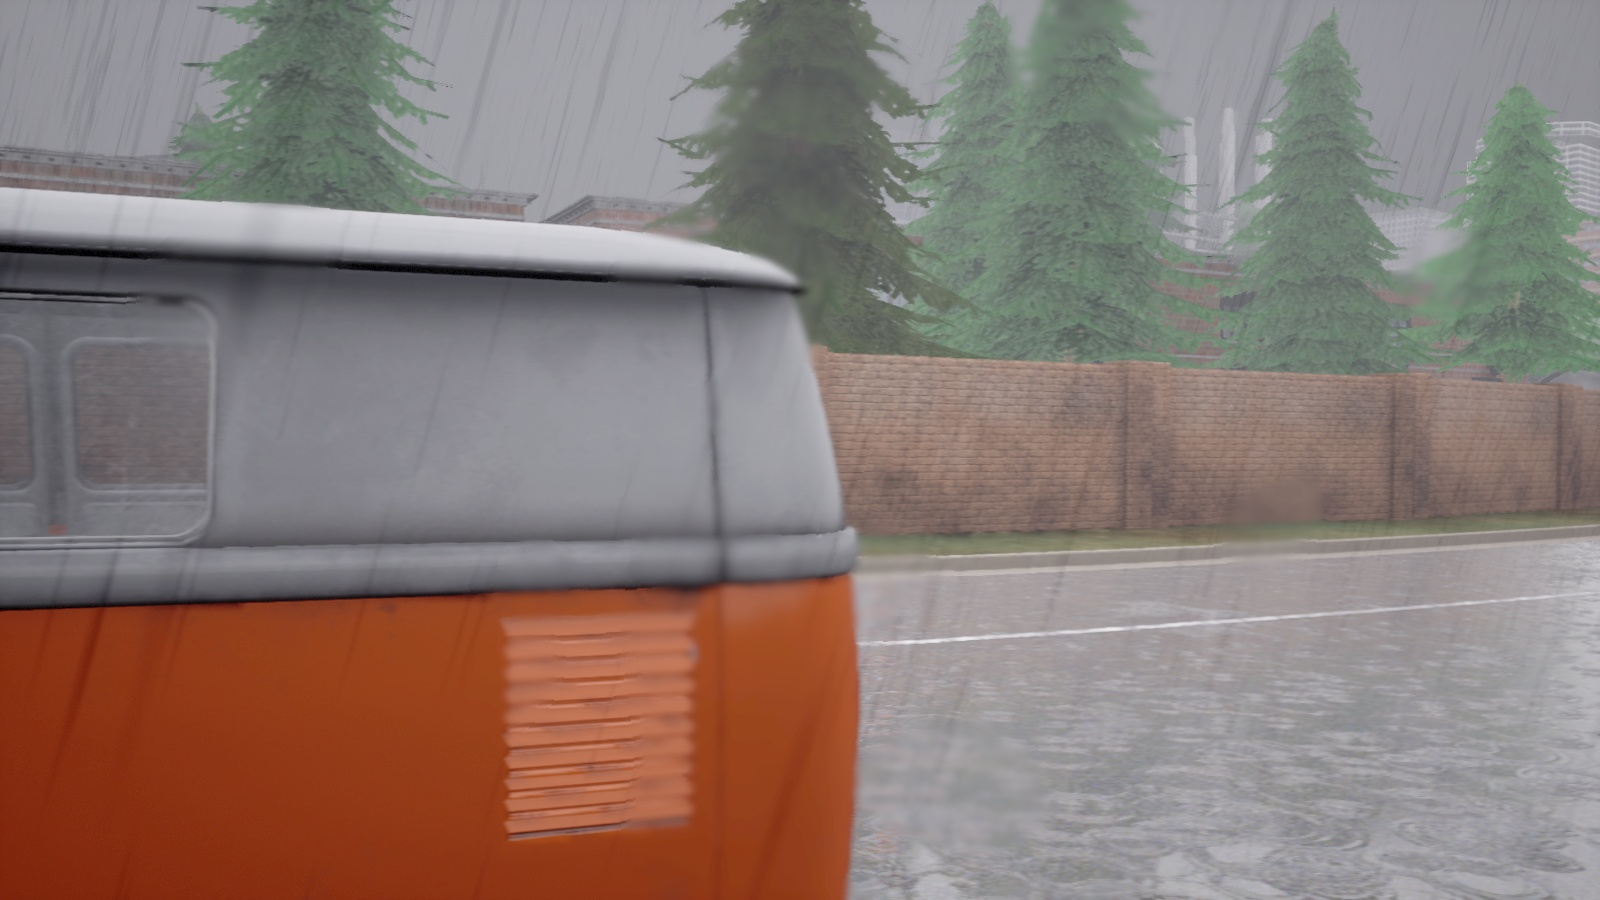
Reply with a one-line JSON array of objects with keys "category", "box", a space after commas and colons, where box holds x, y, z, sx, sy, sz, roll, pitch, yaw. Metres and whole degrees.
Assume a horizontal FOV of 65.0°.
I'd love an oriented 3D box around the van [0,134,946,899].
[{"category": "van", "box": [-2.121, 0.535, 2.424, 4.442, 1.987, 1.775, -1, 1, -20]}]
